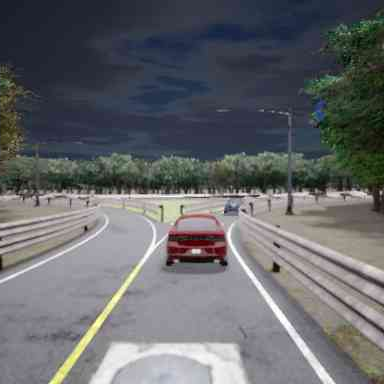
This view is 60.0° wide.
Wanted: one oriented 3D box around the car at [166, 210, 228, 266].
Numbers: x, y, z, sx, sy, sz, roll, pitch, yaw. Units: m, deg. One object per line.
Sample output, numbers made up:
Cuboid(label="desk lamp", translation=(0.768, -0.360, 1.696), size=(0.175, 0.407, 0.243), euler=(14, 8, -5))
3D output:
Cuboid(label="car", translation=(0.203, 1.534, 11.897), size=(1.882, 1.535, 5.008), euler=(0, 0, 2))

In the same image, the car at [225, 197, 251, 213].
Cuboid(label="car", translation=(4.966, 1.418, 35.571), size=(2.097, 1.767, 4.553), euler=(0, 0, 20))
